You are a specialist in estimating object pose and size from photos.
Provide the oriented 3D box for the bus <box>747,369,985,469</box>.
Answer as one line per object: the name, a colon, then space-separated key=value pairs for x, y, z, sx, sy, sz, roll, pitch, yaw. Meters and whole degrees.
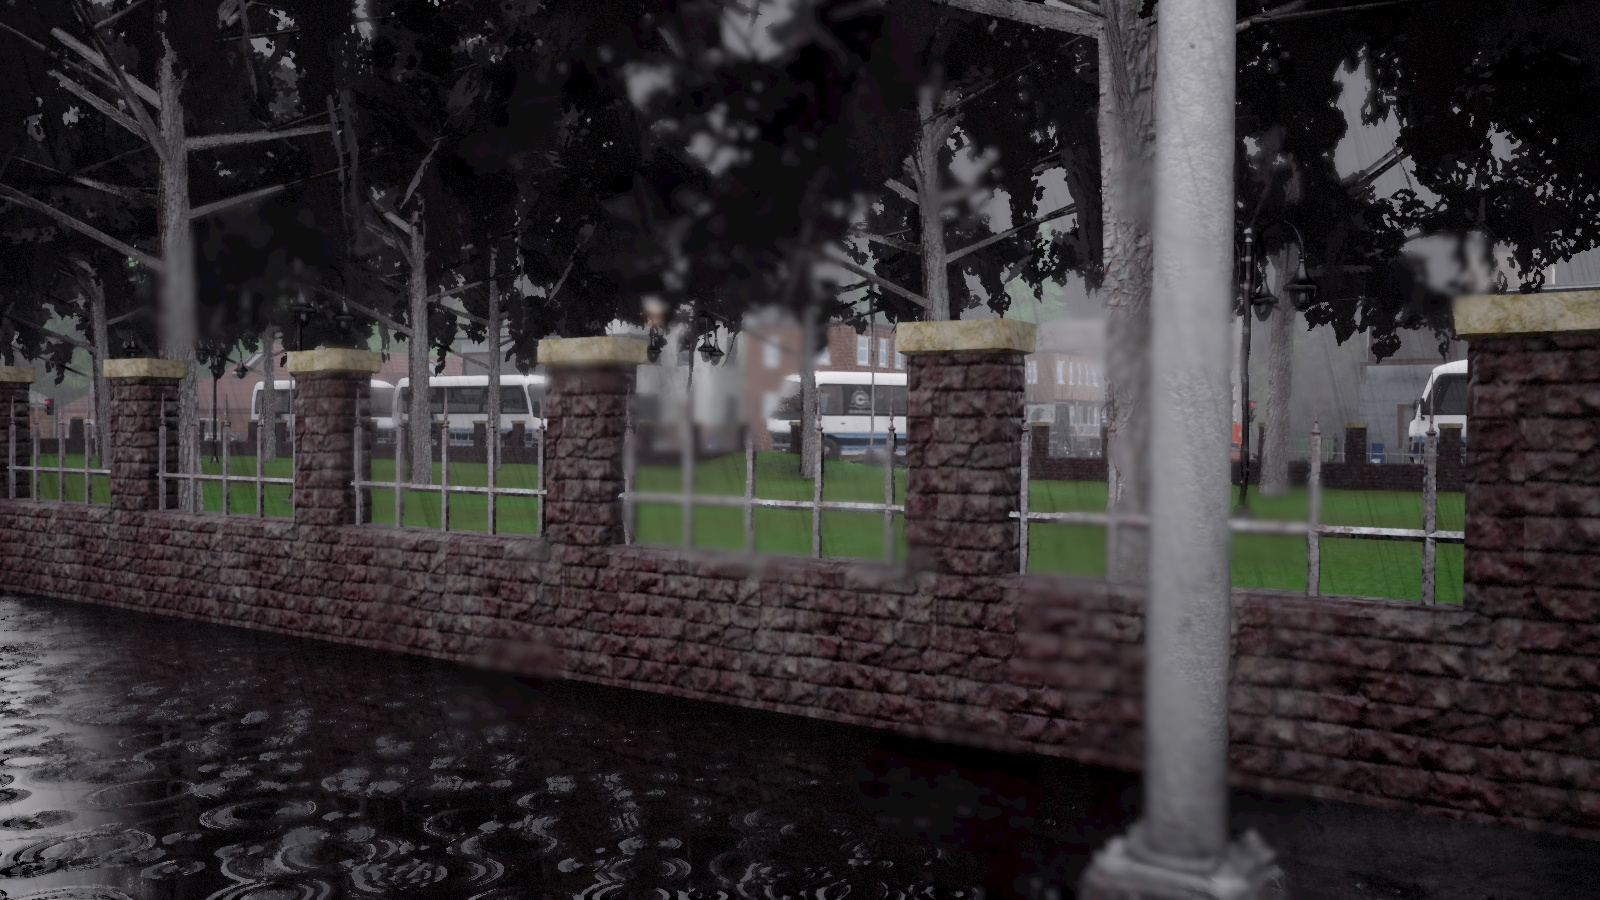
bus: x=3.071 y=-1.458 z=57.457 sx=10.273 sy=4.253 sz=3.944 roll=-1 pitch=2 yaw=-27

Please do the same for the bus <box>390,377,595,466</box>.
bus: x=-15.736 y=-1.376 z=63.988 sx=10.273 sy=4.253 sz=3.944 roll=0 pitch=1 yaw=30

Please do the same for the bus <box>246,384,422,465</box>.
bus: x=-26.370 y=-1.373 z=70.798 sx=10.273 sy=4.253 sz=3.944 roll=0 pitch=1 yaw=34

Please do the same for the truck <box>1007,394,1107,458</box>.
truck: x=14.963 y=-1.378 z=72.712 sx=2.891 sy=3.462 sz=7.936 roll=0 pitch=1 yaw=34

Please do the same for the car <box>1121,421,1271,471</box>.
car: x=14.005 y=-0.158 z=44.452 sx=4.611 sy=1.667 sz=2.242 roll=0 pitch=1 yaw=34

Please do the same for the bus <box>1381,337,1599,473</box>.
bus: x=25.280 y=-1.444 z=41.745 sx=10.273 sy=4.253 sz=3.944 roll=0 pitch=1 yaw=35
